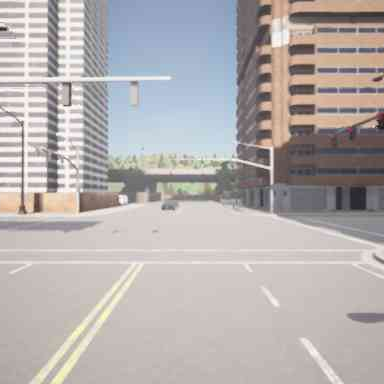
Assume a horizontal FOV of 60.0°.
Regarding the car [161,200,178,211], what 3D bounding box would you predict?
[{"bbox_3d":[-3.610,2.103,50.607,1.994,1.385,4.181,0,-1,0],"label":"car"}]
